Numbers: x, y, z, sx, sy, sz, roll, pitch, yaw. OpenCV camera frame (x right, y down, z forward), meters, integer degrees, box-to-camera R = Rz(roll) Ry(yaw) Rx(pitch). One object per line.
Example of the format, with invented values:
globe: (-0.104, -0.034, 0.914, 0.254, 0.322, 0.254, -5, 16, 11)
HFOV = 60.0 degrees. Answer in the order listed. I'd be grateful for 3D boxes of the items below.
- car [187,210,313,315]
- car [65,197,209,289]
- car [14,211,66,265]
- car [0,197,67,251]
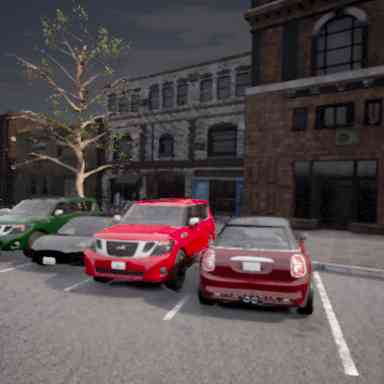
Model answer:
car: (1.623, 1.363, 7.911, 2.185, 1.767, 4.553, 0, -1, 16)
car: (-0.806, 1.234, 9.666, 2.435, 2.045, 5.566, 1, -1, 16)
car: (-3.256, 1.512, 11.414, 2.163, 1.488, 4.792, 1, -1, 16)
car: (-5.697, 1.228, 13.166, 2.435, 2.045, 5.566, 1, -1, 16)
